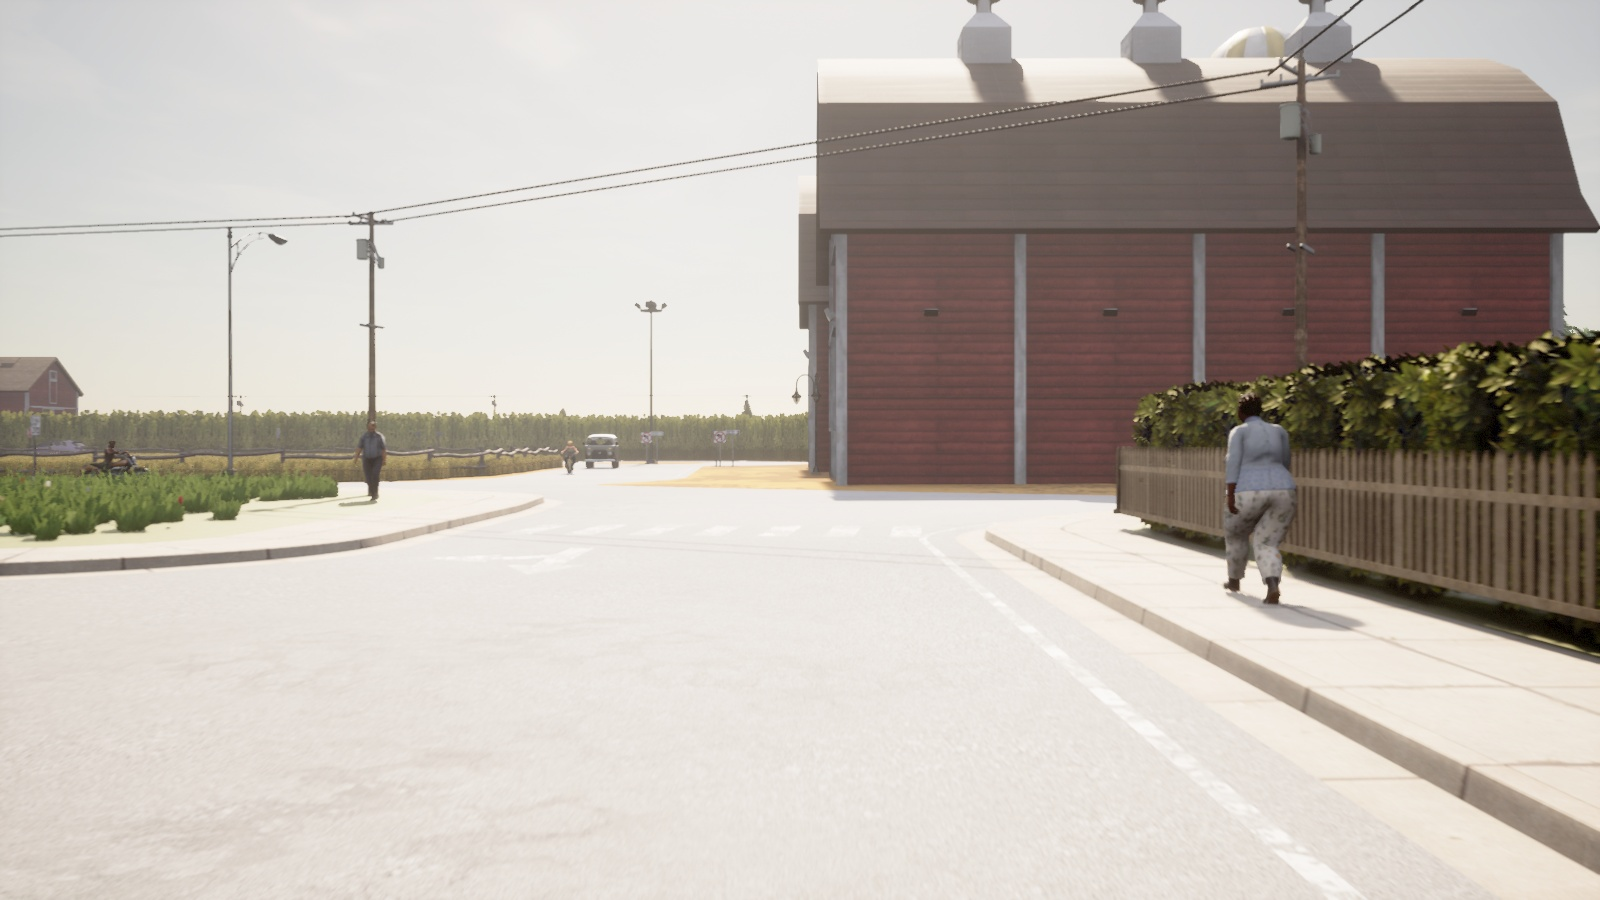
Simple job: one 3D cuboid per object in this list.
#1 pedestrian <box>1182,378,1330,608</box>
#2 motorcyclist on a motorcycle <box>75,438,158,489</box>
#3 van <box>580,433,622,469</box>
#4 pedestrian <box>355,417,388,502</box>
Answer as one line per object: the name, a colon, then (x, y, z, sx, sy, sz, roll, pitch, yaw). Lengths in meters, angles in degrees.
pedestrian: (3.822, 0.345, 10.596, 0.874, 1.855, 0.900, 0, 0, -5)
motorcyclist on a motorcycle: (-22.608, 0.444, 41.564, 2.350, 1.649, 0.766, 0, 0, 1)
van: (-11.660, 0.044, 73.952, 2.069, 2.038, 4.480, 0, 0, -4)
pedestrian: (-9.484, 0.208, 27.809, 0.540, 1.848, 0.694, 0, 0, -6)
